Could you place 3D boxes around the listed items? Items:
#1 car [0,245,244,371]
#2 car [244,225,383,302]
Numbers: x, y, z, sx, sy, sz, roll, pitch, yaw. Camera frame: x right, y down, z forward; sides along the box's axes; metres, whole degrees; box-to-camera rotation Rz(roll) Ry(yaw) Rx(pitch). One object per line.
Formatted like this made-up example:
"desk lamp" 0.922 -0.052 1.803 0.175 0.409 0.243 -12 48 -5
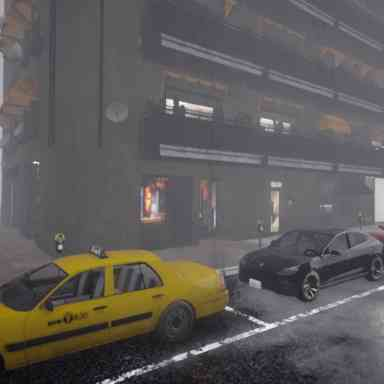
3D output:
"car" -1.647 1.526 4.909 4.829 1.417 1.752 0 1 -35
"car" 3.115 1.568 8.291 4.313 1.339 1.947 0 1 -35
